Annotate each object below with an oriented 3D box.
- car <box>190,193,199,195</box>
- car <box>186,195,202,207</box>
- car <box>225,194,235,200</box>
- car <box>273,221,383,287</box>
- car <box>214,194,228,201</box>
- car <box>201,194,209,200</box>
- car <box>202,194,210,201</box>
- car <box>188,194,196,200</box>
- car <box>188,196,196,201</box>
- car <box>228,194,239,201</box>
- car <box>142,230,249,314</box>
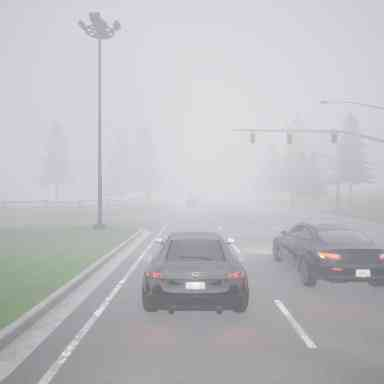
[{"bbox_3d":[0.429,1.223,66.006,2.150,2.045,5.566,0,0,0],"label":"car"},{"bbox_3d":[0.011,1.548,51.130,2.033,1.411,5.357,0,0,0],"label":"car"},{"bbox_3d":[10.520,1.372,92.168,2.033,1.411,5.357,0,0,0],"label":"car"},{"bbox_3d":[3.581,1.526,9.233,1.812,1.442,4.674,0,0,0],"label":"car"},{"bbox_3d":[7.018,1.517,82.165,1.812,1.442,4.674,0,0,0],"label":"car"},{"bbox_3d":[3.520,1.358,92.169,2.128,1.511,4.902,0,0,0],"label":"car"},{"bbox_3d":[3.518,1.545,82.166,1.994,1.385,4.181,0,0,0],"label":"car"},{"bbox_3d":[0.020,1.358,92.170,2.128,1.511,4.902,0,0,0],"label":"car"},{"bbox_3d":[0.018,1.588,82.197,1.895,1.301,4.718,0,0,0],"label":"car"},{"bbox_3d":[10.518,1.517,82.164,1.812,1.442,4.674,0,0,0],"label":"car"},{"bbox_3d":[0.072,1.564,7.687,1.994,1.385,4.181,0,0,0],"label":"car"}]
